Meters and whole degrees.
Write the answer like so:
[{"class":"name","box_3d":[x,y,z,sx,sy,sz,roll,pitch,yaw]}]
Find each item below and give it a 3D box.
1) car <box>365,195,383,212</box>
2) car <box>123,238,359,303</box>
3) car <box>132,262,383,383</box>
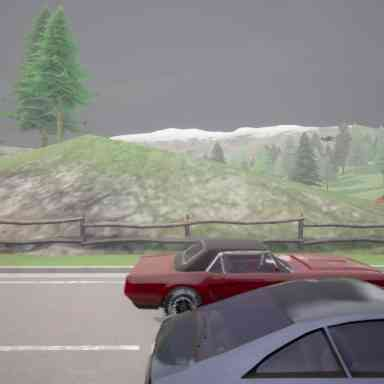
[{"class":"car","box_3d":[22.196,1.223,36.886,2.150,2.045,5.566,0,0,-30]},{"class":"car","box_3d":[1.190,1.601,6.477,4.718,1.301,1.895,0,0,-1]},{"class":"car","box_3d":[1.644,1.564,2.986,4.181,1.385,1.994,0,0,0]}]
